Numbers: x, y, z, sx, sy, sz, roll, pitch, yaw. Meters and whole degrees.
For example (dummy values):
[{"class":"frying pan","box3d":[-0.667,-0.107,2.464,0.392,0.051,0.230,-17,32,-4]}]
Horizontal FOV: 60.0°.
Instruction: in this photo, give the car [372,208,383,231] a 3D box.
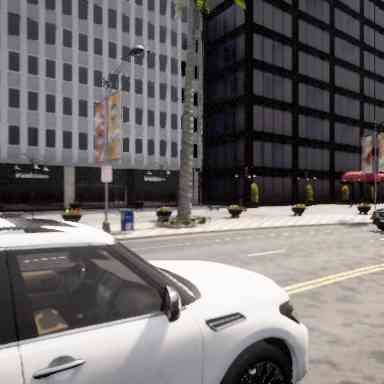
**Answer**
[{"class":"car","box3d":[13.106,1.222,19.033,5.566,2.045,2.150,0,0,-17]}]

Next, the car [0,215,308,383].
[{"class":"car","box3d":[-1.451,1.221,2.711,5.566,2.045,2.150,0,0,-35]}]
